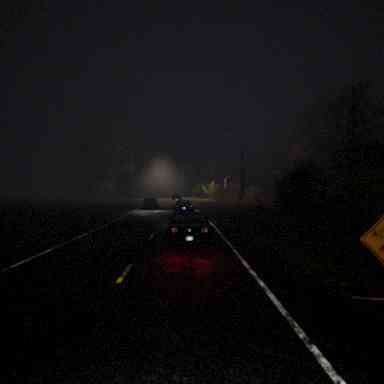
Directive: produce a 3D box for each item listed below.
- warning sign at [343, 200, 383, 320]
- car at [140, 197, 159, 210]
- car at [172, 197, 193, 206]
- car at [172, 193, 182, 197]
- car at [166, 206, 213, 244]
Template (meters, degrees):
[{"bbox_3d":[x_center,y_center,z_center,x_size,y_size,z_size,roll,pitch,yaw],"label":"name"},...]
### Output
[{"bbox_3d":[3.531,1.096,5.768,1.300,1.860,1.060,1,1,-1],"label":"warning sign"},{"bbox_3d":[-4.930,1.366,39.472,1.812,1.442,4.674,0,0,-4],"label":"car"},{"bbox_3d":[-0.835,1.438,32.608,1.994,1.385,4.181,0,0,-3],"label":"car"},{"bbox_3d":[-3.468,0.949,75.870,2.097,1.767,4.553,0,0,-7],"label":"car"},{"bbox_3d":[-0.147,1.550,15.486,1.895,1.301,4.718,0,0,-1],"label":"car"}]
